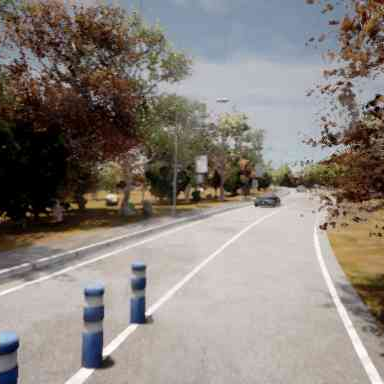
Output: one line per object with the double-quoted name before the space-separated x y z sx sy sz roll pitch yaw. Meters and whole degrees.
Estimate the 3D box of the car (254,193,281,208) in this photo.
"car" 7.599 0.802 33.376 1.994 1.385 4.181 0 2 25

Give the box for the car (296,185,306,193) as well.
"car" 23.314 -0.666 71.134 2.128 1.511 4.902 1 2 17
